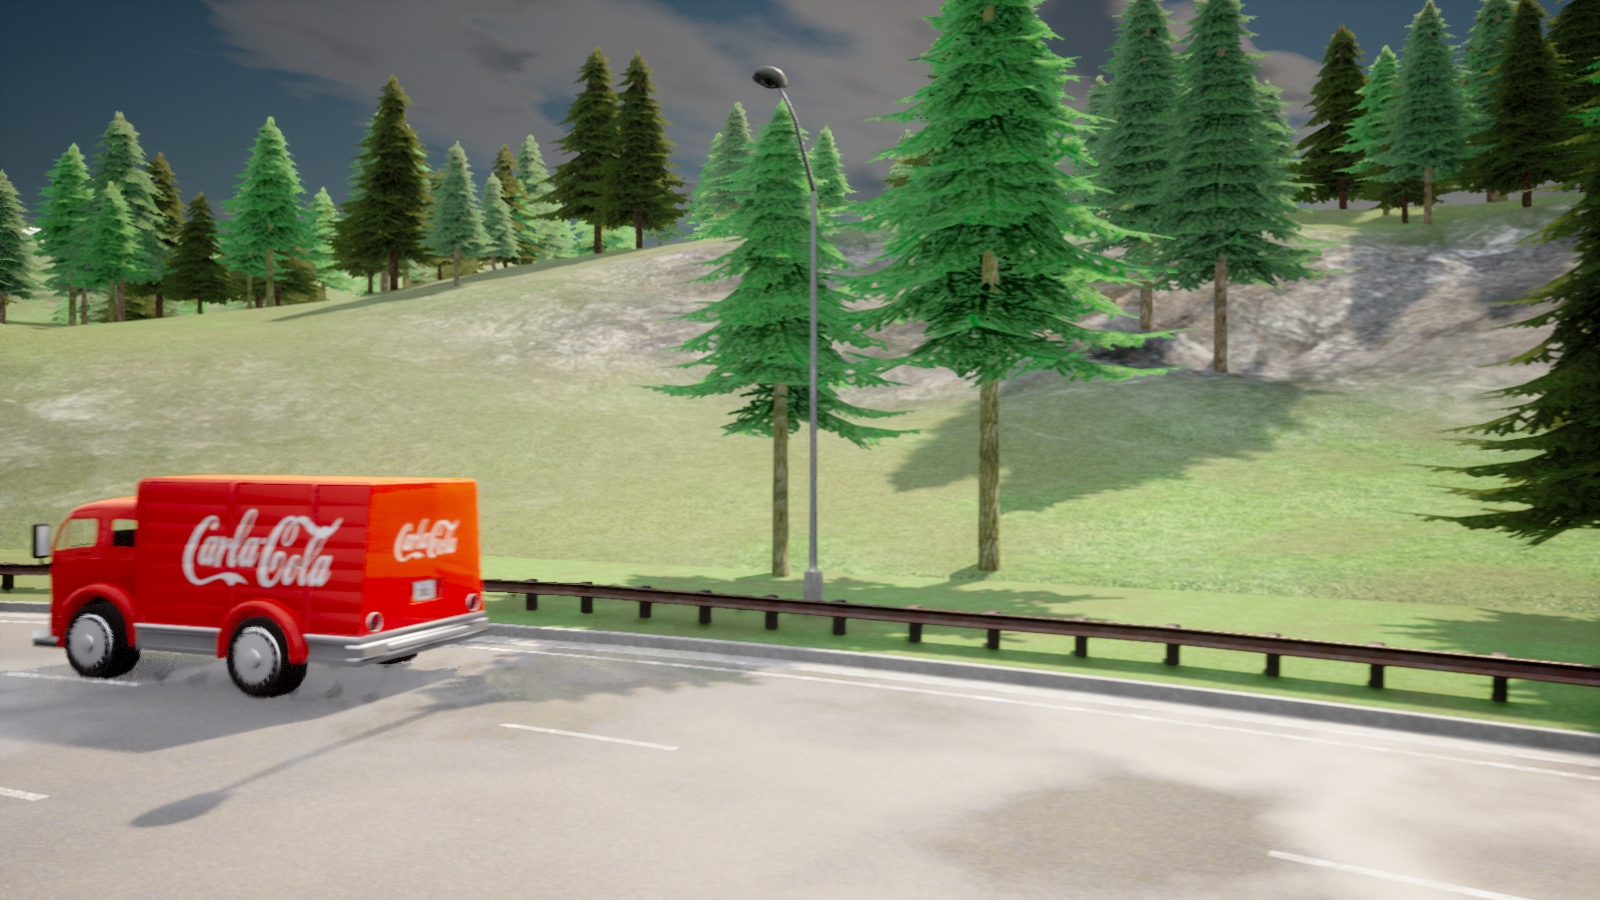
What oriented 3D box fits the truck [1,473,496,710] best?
[{"bbox_3d":[-6.797,1.548,14.259,5.204,2.467,2.627,0,0,19],"label":"truck"}]
